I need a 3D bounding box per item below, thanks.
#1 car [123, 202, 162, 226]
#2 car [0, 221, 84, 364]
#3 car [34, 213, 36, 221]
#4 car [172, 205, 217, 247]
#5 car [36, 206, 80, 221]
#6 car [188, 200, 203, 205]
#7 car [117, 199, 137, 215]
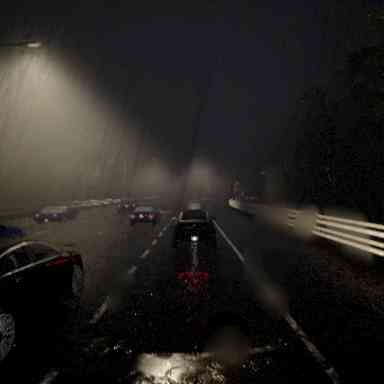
[{"bbox_3d":[-3.397,1.700,24.909,2.033,1.411,5.357,0,0,0],"label":"car"},{"bbox_3d":[-3.398,1.528,5.780,2.128,1.511,4.902,0,0,0],"label":"car"},{"bbox_3d":[-6.898,1.413,10.022,2.097,1.767,4.553,0,0,0],"label":"car"},{"bbox_3d":[0.103,1.602,15.676,1.837,1.490,4.892,0,0,0],"label":"car"},{"bbox_3d":[-10.397,1.760,26.003,1.895,1.301,4.718,0,0,0],"label":"car"},{"bbox_3d":[0.399,1.787,42.961,1.812,1.442,4.674,0,0,3],"label":"car"},{"bbox_3d":[-6.896,1.579,37.242,2.097,1.767,4.553,0,0,0],"label":"car"}]
